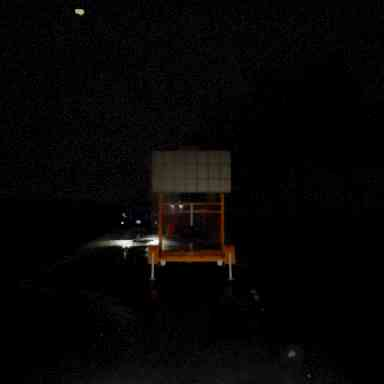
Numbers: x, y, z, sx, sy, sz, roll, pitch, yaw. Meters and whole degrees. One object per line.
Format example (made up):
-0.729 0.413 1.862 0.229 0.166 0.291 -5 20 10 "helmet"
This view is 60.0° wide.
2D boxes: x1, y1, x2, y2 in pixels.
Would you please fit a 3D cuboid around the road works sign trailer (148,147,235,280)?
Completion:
-0.011 0.460 9.899 2.380 3.560 2.880 0 0 0 "road works sign trailer"

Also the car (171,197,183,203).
-2.759 1.685 61.260 1.837 1.490 4.892 0 0 0 "car"

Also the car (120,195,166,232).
-2.832 1.219 20.373 2.150 2.045 5.566 0 0 0 "car"
